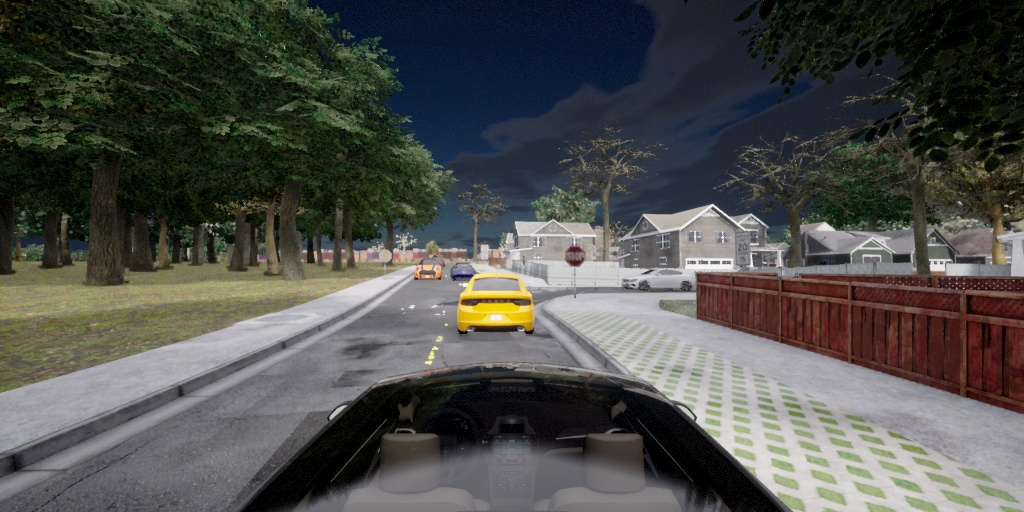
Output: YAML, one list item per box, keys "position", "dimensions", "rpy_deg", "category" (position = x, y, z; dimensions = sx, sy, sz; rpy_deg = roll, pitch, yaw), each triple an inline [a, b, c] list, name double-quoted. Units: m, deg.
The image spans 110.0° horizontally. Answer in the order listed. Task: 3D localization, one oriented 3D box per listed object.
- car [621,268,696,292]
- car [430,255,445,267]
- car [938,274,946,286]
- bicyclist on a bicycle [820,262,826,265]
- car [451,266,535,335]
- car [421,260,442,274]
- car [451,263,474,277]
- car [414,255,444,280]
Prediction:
- position: [9.303, 1.495, 22.758]
  dimensions: [4.674, 1.442, 1.812]
  rpy_deg: [1, -3, -10]
  category: "car"
- position: [-12.364, 0.798, 59.868]
  dimensions: [2.150, 2.045, 5.566]
  rpy_deg: [0, 0, -8]
  category: "car"
- position: [34.359, 1.881, 27.305]
  dimensions: [4.892, 1.490, 1.837]
  rpy_deg: [1, -3, -10]
  category: "car"
- position: [15.825, 1.106, 18.013]
  dimensions: [0.582, 1.620, 1.656]
  rpy_deg: [1, -3, -10]
  category: "bicyclist on a bicycle"
- position: [-0.466, 1.226, 10.519]
  dimensions: [1.882, 1.535, 5.008]
  rpy_deg: [0, 0, -3]
  category: "car"
- position: [-8.619, 1.170, 38.755]
  dimensions: [1.994, 1.385, 4.181]
  rpy_deg: [0, 0, -10]
  category: "car"
- position: [-4.139, 1.233, 30.376]
  dimensions: [1.994, 1.385, 4.181]
  rpy_deg: [0, 0, -10]
  category: "car"
- position: [-6.934, 1.000, 29.862]
  dimensions: [2.097, 1.767, 4.553]
  rpy_deg: [0, 0, -11]
  category: "car"
